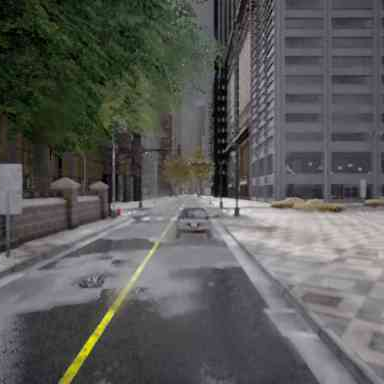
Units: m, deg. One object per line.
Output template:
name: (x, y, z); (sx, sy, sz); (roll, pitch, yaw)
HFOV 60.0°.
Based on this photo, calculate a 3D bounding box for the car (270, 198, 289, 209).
car: (12.022, 1.300, 40.814); (4.829, 1.417, 1.752); (-1, 1, 0)

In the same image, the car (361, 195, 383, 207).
car: (23.363, 1.117, 40.775); (4.829, 1.417, 1.752); (-1, 1, 0)

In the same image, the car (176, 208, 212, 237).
car: (0.093, 1.542, 17.777); (2.033, 1.411, 5.357); (0, 0, 0)

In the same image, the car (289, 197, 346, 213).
car: (12.342, 1.319, 32.288); (4.829, 1.417, 1.752); (-1, 1, 0)
